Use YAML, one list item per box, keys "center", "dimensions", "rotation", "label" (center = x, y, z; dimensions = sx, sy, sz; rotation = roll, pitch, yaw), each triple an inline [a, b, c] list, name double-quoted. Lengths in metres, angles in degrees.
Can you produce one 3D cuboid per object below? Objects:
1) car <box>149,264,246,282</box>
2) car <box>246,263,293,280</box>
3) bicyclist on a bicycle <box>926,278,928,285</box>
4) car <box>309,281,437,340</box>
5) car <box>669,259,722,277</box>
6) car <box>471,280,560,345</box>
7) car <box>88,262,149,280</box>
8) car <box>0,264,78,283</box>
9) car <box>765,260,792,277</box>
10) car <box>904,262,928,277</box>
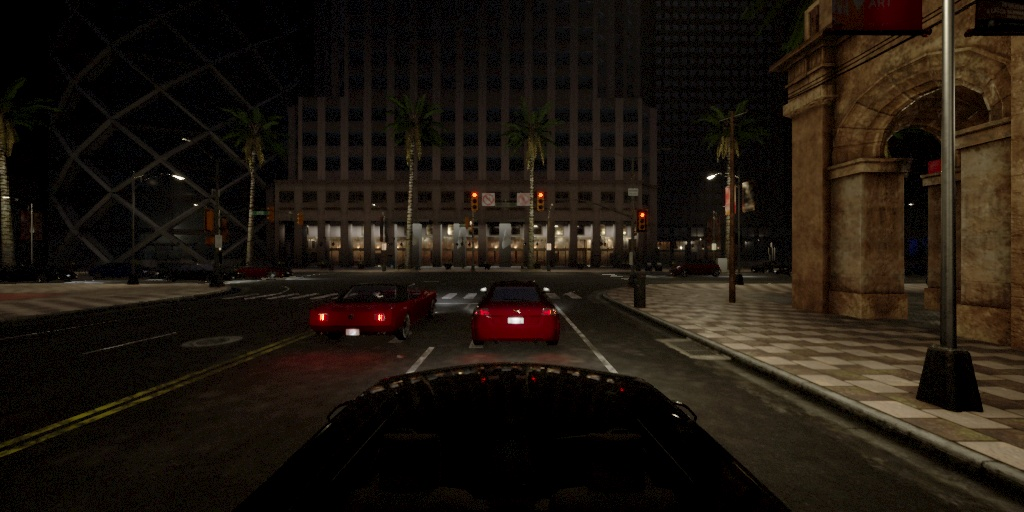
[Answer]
- center: [-24.389, 1.298, 27.921]
  dimensions: [5.357, 1.411, 2.033]
  rotation: [0, 0, -1]
  label: "car"
- center: [-21.613, 1.315, 31.387]
  dimensions: [4.181, 1.385, 1.994]
  rotation: [0, 0, -1]
  label: "car"
- center: [24.678, 1.051, 20.563]
  dimensions: [0.582, 1.620, 1.656]
  rotation: [0, 0, 0]
  label: "bicyclist on a bicycle"
- center: [-3.417, 1.351, 9.939]
  dimensions: [1.895, 1.301, 4.718]
  rotation: [0, 0, 0]
  label: "car"
- center: [17.817, 1.102, 35.066]
  dimensions: [4.553, 1.767, 2.097]
  rotation: [0, 0, 0]
  label: "car"
- center: [0.082, 1.314, 9.476]
  dimensions: [1.994, 1.385, 4.181]
  rotation: [0, 0, 0]
  label: "car"
- center: [-33.252, 1.276, 30.833]
  dimensions: [4.674, 1.442, 1.812]
  rotation: [0, 0, -8]
  label: "car"
- center: [-35.848, 1.314, 26.893]
  dimensions: [4.181, 1.385, 1.994]
  rotation: [0, 0, -15]
  label: "car"
- center: [28.192, 1.241, 35.035]
  dimensions: [4.902, 1.511, 2.128]
  rotation: [0, 0, 0]
  label: "car"
- center: [39.521, 1.297, 34.988]
  dimensions: [5.357, 1.411, 2.033]
  rotation: [0, 0, 0]
  label: "car"
